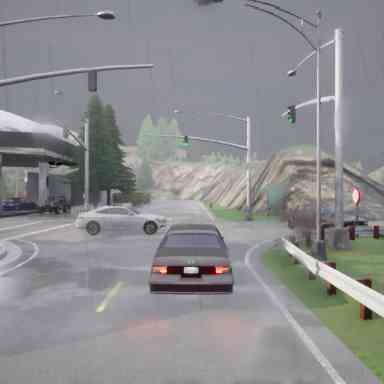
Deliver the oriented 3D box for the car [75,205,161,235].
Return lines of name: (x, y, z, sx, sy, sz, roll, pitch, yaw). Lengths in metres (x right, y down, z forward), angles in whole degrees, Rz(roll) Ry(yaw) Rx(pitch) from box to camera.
car: (-3.640, 1.415, 17.379, 4.674, 1.442, 1.812, 0, 0, -1)

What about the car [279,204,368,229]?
car: (6.668, 1.358, 17.601, 2.033, 1.411, 5.357, 0, 0, -16)

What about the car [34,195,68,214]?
car: (-14.587, 1.313, 35.214, 1.905, 1.878, 3.866, 0, 0, -1)

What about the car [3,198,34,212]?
car: (-20.302, 1.480, 39.482, 2.242, 1.667, 4.611, 0, 0, -1)

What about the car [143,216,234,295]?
car: (0.035, 1.547, 8.895, 2.033, 1.411, 5.357, 0, 0, 1)
